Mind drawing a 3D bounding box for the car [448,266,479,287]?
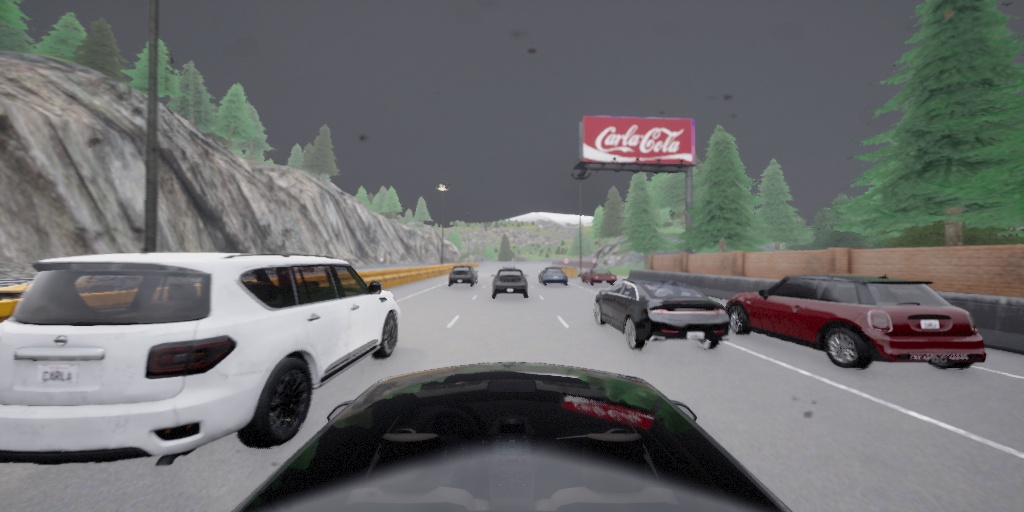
[{"bbox_3d":[-3.699,1.516,27.677,1.837,1.490,4.892,0,0,-1],"label":"car"}]

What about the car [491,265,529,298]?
[{"bbox_3d":[-0.113,1.449,20.111,1.837,1.490,4.892,0,0,-1],"label":"car"}]

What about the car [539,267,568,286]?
[{"bbox_3d":[3.284,1.613,29.114,1.994,1.385,4.181,0,-1,-1],"label":"car"}]

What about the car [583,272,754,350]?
[{"bbox_3d":[3.504,1.334,9.316,2.128,1.511,4.902,0,-1,-1],"label":"car"}]

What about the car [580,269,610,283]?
[{"bbox_3d":[6.790,1.656,28.680,1.895,1.301,4.718,0,-1,-1],"label":"car"}]

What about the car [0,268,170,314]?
[{"bbox_3d":[-17.721,1.308,15.062,1.882,1.535,5.008,0,-1,0],"label":"car"}]

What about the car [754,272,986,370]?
[{"bbox_3d":[7.022,1.193,8.169,2.097,1.767,4.553,0,-1,-1],"label":"car"}]

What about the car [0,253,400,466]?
[{"bbox_3d":[-3.457,1.000,5.387,2.150,2.045,5.566,0,0,-1],"label":"car"}]
